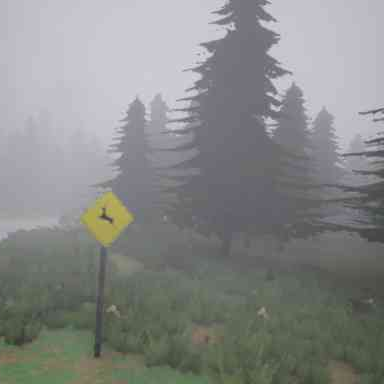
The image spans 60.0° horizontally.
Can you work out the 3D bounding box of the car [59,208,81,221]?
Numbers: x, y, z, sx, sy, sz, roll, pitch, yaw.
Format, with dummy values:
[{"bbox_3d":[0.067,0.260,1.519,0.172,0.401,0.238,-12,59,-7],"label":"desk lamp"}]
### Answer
[{"bbox_3d":[-11.791,2.516,34.852,2.097,1.767,4.553,5,-2,11],"label":"car"}]
